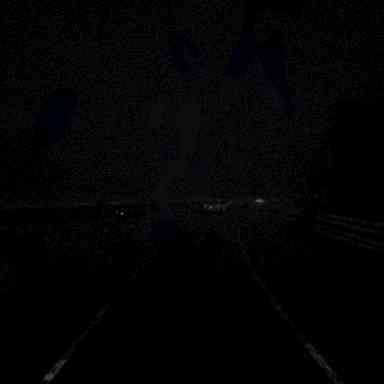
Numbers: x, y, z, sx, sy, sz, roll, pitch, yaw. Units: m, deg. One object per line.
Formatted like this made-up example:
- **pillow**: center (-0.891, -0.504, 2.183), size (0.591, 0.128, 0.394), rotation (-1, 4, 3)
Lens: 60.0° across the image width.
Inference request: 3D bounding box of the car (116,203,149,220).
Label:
- **car**: center (-6.642, 2.291, 36.812), size (1.994, 1.385, 4.181), rotation (-1, -1, 20)

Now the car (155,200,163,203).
- **car**: center (-7.401, 2.868, 76.126), size (2.033, 1.411, 5.357), rotation (-1, -1, 20)

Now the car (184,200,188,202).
- **car**: center (-2.066, 2.870, 90.992), size (2.097, 1.767, 4.553), rotation (-1, -1, 20)

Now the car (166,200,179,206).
- **car**: center (-5.418, 3.034, 92.005), size (1.882, 1.535, 5.008), rotation (-1, -1, 20)

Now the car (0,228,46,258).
- **car**: center (-7.896, 1.973, 12.608), size (1.895, 1.301, 4.718), rotation (-1, -1, 20)

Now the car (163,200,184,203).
- **car**: center (-4.078, 2.763, 75.027), size (1.882, 1.535, 5.008), rotation (-1, -1, 20)

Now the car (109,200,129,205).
- **car**: center (-12.737, 2.649, 61.327), size (1.837, 1.490, 4.892), rotation (-1, -1, 20)

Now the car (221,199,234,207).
- **car**: center (8.507, 2.603, 79.012), size (2.097, 1.767, 4.553), rotation (-1, -1, 20)

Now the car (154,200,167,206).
- **car**: center (-8.870, 3.006, 92.750), size (1.812, 1.442, 4.674), rotation (-1, -1, 20)

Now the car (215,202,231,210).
- **car**: center (5.769, 2.559, 61.024), size (1.994, 1.385, 4.181), rotation (-1, -1, 20)

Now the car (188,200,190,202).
- **car**: center (1.246, 2.971, 89.854), size (1.837, 1.490, 4.892), rotation (-1, -1, 20)

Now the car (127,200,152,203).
- **car**: center (-9.418, 2.666, 60.224), size (1.994, 1.385, 4.181), rotation (-1, -1, 20)

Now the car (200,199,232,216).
- **car**: center (3.251, 1.973, 43.665), size (2.150, 2.045, 5.566), rotation (-1, -1, 20)

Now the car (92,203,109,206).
- **car**: center (-16.077, 2.788, 62.345), size (1.895, 1.301, 4.718), rotation (-1, -1, 20)

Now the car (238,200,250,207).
- **car**: center (12.494, 2.755, 79.754), size (2.128, 1.511, 4.902), rotation (-1, -1, 20)

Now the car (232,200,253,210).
- **car**: center (9.068, 2.429, 59.857), size (1.882, 1.535, 5.008), rotation (-1, -1, 20)

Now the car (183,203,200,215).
- **car**: center (0.461, 2.414, 46.236), size (1.895, 1.301, 4.718), rotation (-1, -1, 20)

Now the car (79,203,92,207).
- **car**: center (-19.515, 2.752, 63.122), size (1.812, 1.442, 4.674), rotation (-1, -1, 20)
